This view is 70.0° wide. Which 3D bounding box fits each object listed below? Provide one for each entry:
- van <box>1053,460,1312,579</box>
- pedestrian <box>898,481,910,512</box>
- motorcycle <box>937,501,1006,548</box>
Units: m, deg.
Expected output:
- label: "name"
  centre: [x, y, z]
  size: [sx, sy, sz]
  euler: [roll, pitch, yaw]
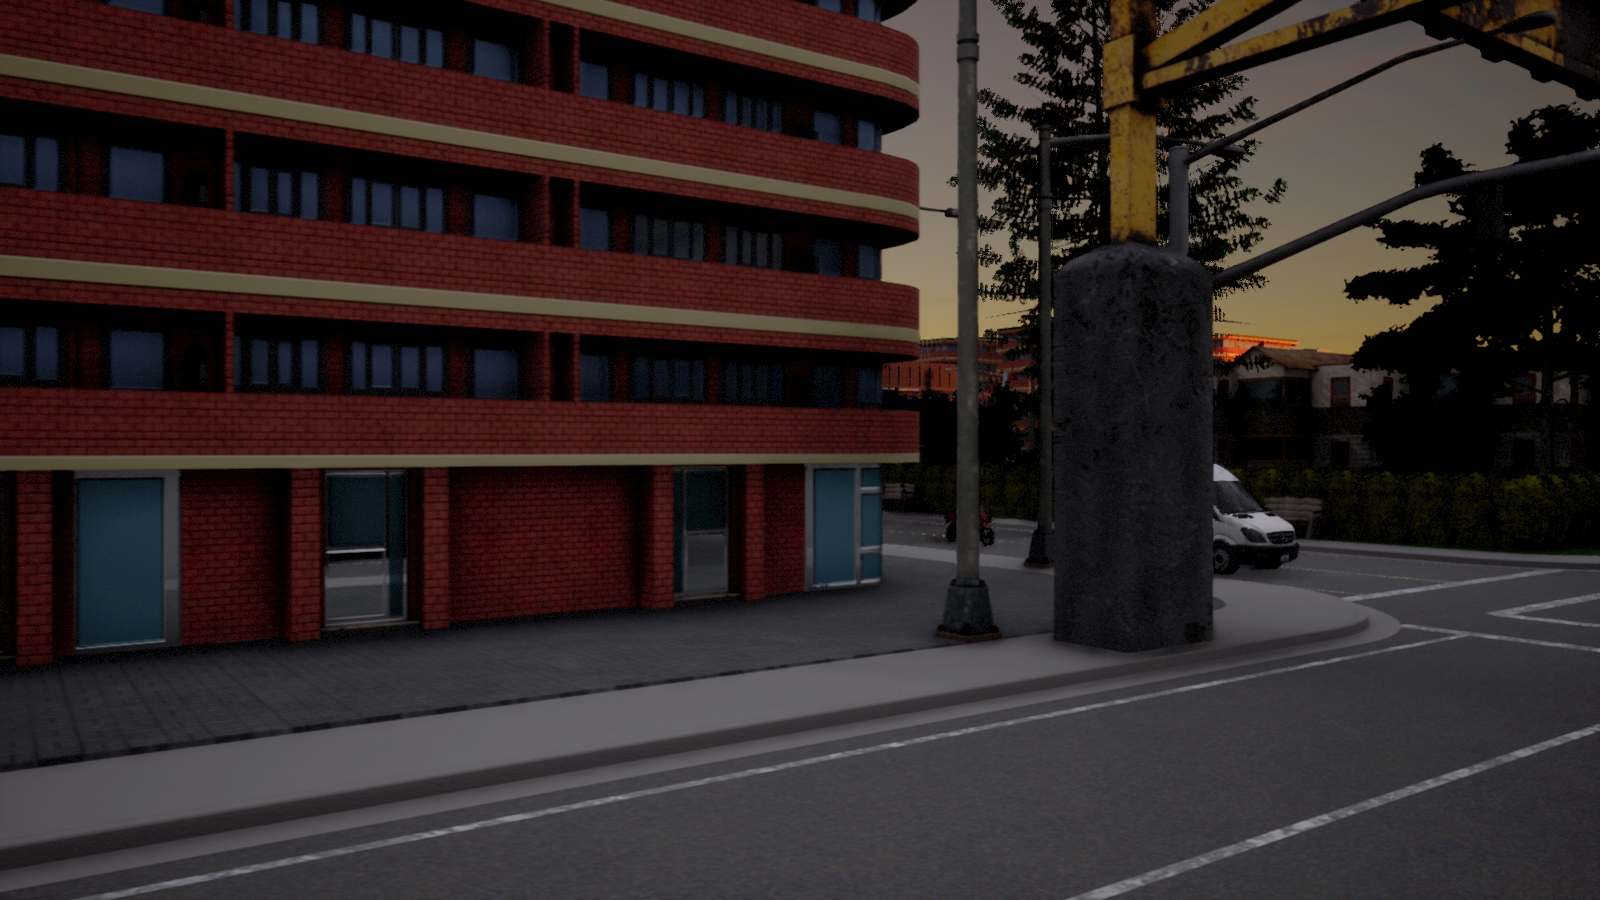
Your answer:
- label: "van"
  centre: [9.078, 1.530, 27.724]
  size: [1.988, 2.561, 5.915]
  euler: [0, 0, -35]
- label: "pedestrian"
  centre: [4.401, 1.978, 48.363]
  size: [0.375, 1.300, 0.375]
  euler: [0, 0, 22]
- label: "motorcycle"
  centre: [5.012, 2.170, 33.538]
  size: [0.803, 1.224, 2.033]
  euler: [0, 0, -35]
